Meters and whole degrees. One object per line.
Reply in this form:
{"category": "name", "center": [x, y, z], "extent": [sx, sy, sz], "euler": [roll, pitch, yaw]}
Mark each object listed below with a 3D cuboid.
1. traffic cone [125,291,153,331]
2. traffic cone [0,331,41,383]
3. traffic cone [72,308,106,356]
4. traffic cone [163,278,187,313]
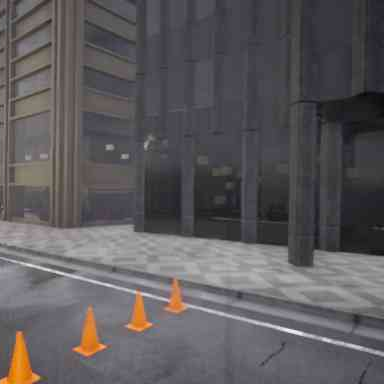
{"category": "traffic cone", "center": [-0.895, 1.962, 5.598], "extent": [0.340, 0.580, 0.340], "euler": [0, 0, 35]}
{"category": "traffic cone", "center": [-2.049, 1.959, 3.965], "extent": [0.340, 0.580, 0.340], "euler": [0, 0, 35]}
{"category": "traffic cone", "center": [-1.473, 1.961, 4.781], "extent": [0.340, 0.580, 0.340], "euler": [0, 0, 35]}
{"category": "traffic cone", "center": [-0.319, 1.964, 6.414], "extent": [0.340, 0.580, 0.340], "euler": [0, 0, 35]}
